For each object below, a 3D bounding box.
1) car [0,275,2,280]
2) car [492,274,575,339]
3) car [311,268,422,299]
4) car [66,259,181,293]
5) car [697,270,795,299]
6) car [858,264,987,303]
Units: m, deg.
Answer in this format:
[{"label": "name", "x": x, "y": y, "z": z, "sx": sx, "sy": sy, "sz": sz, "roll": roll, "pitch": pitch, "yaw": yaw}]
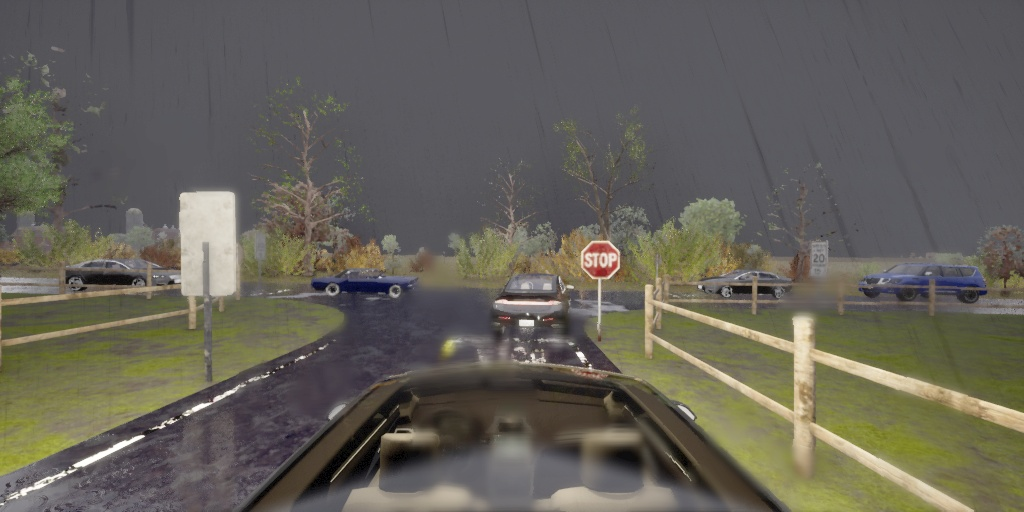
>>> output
[{"label": "car", "x": -27.784, "y": 0.718, "z": 17.238, "sx": 4.674, "sy": 1.442, "sz": 1.812, "roll": 1, "pitch": 1, "yaw": 0}, {"label": "car", "x": 0.711, "y": 1.240, "z": 10.165, "sx": 2.128, "sy": 1.511, "sz": 4.902, "roll": 0, "pitch": 0, "yaw": 9}, {"label": "car", "x": -6.813, "y": 1.249, "z": 17.201, "sx": 4.718, "sy": 1.301, "sz": 1.895, "roll": 1, "pitch": 1, "yaw": 0}, {"label": "car", "x": -18.481, "y": 0.886, "z": 17.225, "sx": 4.902, "sy": 1.511, "sz": 2.128, "roll": 1, "pitch": 1, "yaw": 0}, {"label": "car", "x": 13.015, "y": 1.526, "z": 20.116, "sx": 4.902, "sy": 1.511, "sz": 2.128, "roll": 1, "pitch": 1, "yaw": 0}, {"label": "car", "x": 22.910, "y": 1.467, "z": 20.099, "sx": 5.566, "sy": 2.045, "sz": 2.150, "roll": 1, "pitch": 1, "yaw": 0}]
